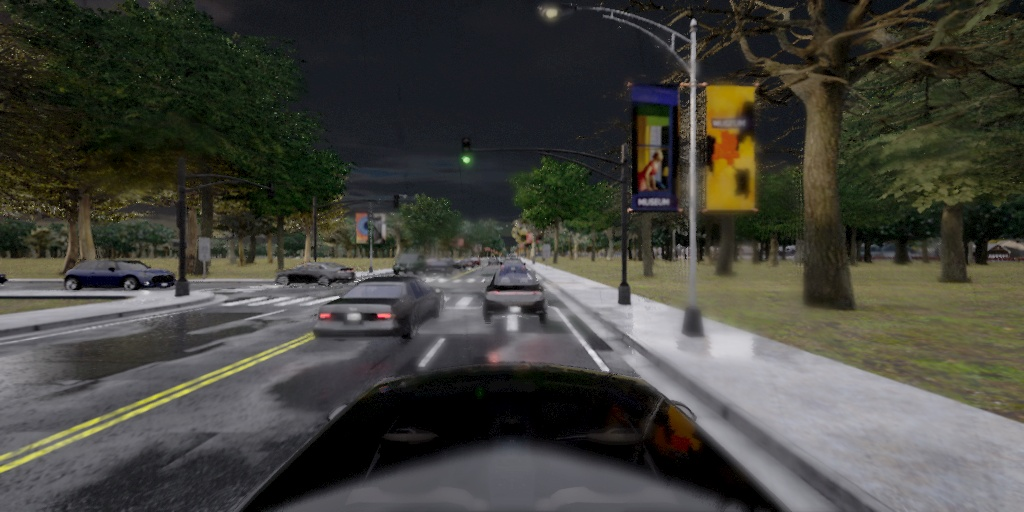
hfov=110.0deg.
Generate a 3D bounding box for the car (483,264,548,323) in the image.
[{"bbox_3d":[0.093,1.184,11.815,2.128,1.511,4.902,0,0,0],"label":"car"}]

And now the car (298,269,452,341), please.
[{"bbox_3d":[-3.155,1.252,9.674,2.033,1.411,5.357,0,0,0],"label":"car"}]

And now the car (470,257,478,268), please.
[{"bbox_3d":[-6.596,1.037,52.995,1.994,1.385,4.181,0,0,1],"label":"car"}]

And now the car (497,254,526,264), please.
[{"bbox_3d":[0.081,0.946,29.403,2.097,1.767,4.553,0,0,0],"label":"car"}]

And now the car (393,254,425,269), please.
[{"bbox_3d":[-9.857,0.785,35.185,2.150,2.045,5.566,0,0,0],"label":"car"}]

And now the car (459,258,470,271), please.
[{"bbox_3d":[-6.621,1.123,42.983,1.895,1.301,4.718,0,0,0],"label":"car"}]

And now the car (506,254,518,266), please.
[{"bbox_3d":[-0.037,0.642,64.825,2.150,2.045,5.566,0,0,0],"label":"car"}]

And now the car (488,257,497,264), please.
[{"bbox_3d":[-3.288,0.910,65.035,2.128,1.511,4.902,0,0,0],"label":"car"}]

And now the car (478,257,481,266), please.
[{"bbox_3d":[-6.542,0.904,63.247,1.882,1.535,5.008,0,0,0],"label":"car"}]

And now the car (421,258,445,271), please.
[{"bbox_3d":[-9.870,0.989,45.172,1.882,1.535,5.008,0,0,0],"label":"car"}]

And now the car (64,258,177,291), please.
[{"bbox_3d":[-21.256,0.979,19.628,4.553,1.767,2.097,0,0,0],"label":"car"}]

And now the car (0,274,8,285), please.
[{"bbox_3d":[-31.031,1.216,19.613,4.718,1.301,1.895,0,0,0],"label":"car"}]

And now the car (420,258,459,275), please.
[{"bbox_3d":[-6.620,1.120,33.395,2.033,1.411,5.357,0,0,0],"label":"car"}]

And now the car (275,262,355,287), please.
[{"bbox_3d":[-12.090,1.123,22.019,4.902,1.511,2.128,0,0,13],"label":"car"}]
